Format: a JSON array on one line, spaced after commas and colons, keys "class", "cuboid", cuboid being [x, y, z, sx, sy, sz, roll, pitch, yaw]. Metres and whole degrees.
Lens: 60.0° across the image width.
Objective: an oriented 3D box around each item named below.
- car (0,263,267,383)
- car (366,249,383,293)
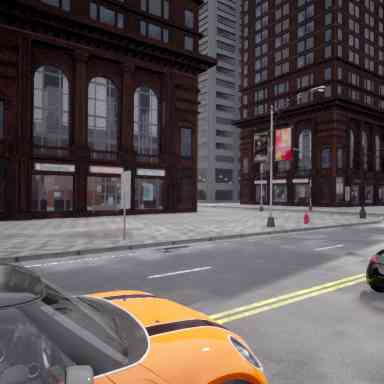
[{"class": "car", "cuboid": [-1.536, 1.352, 2.343, 4.553, 1.767, 2.097, 0, 0, -36]}, {"class": "car", "cuboid": [5.890, 1.576, 7.665, 4.181, 1.385, 1.994, 0, 0, -35]}]
